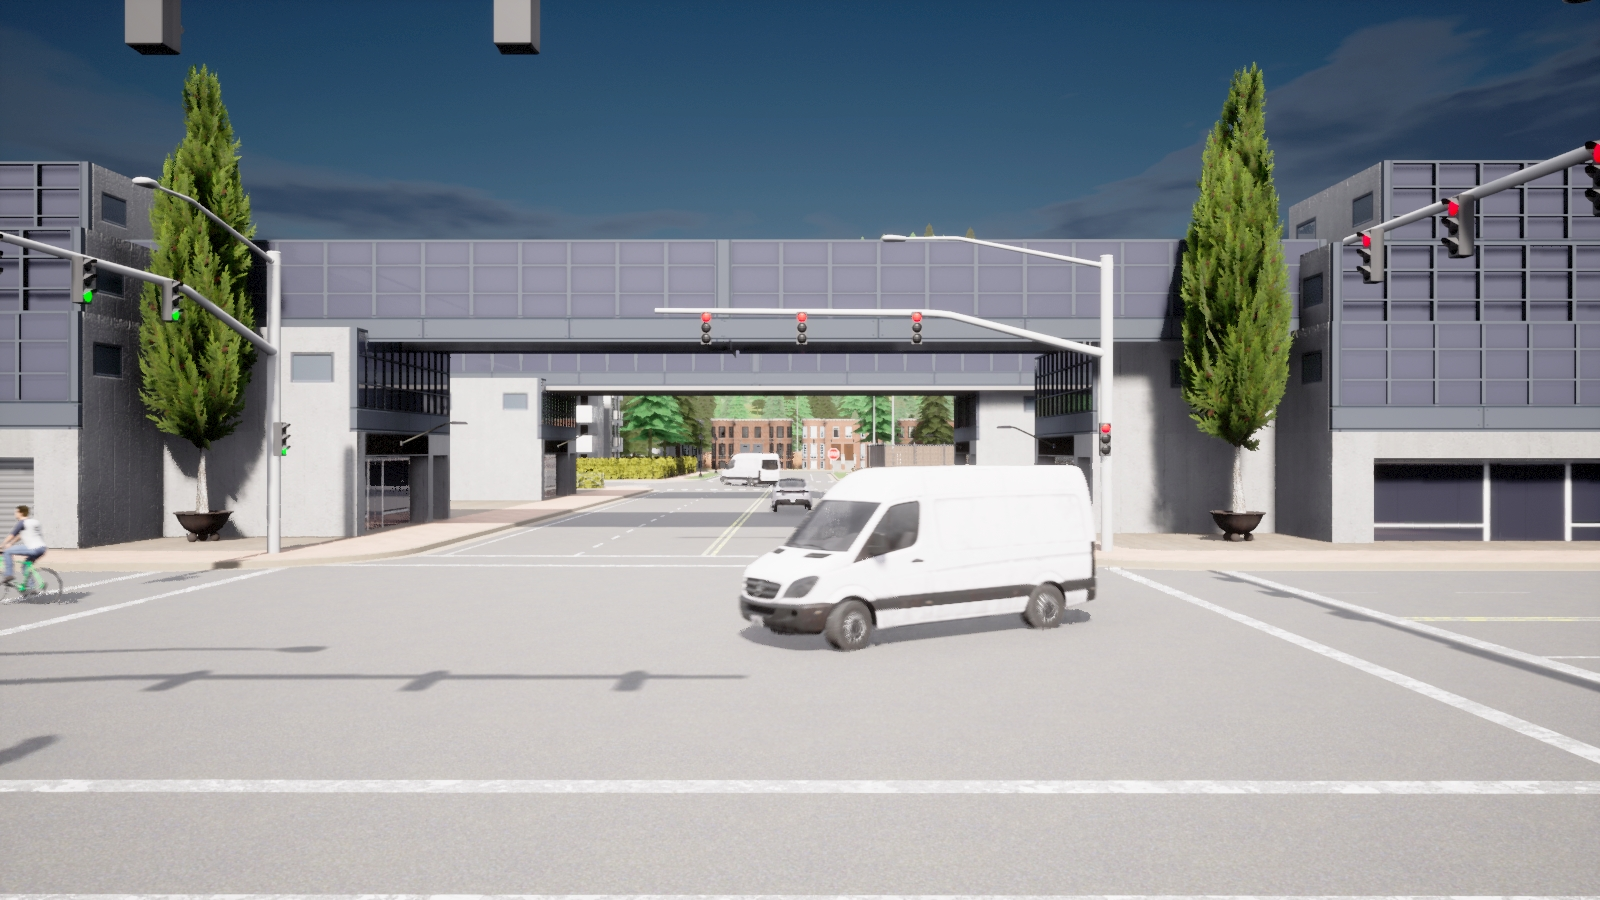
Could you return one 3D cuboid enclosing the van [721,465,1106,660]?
[{"bbox_3d":[1.876,1.534,17.676,5.915,2.561,1.988,0,-1,-32],"label":"van"}]

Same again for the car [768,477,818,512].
[{"bbox_3d":[-0.389,2.061,53.762,2.231,1.480,4.892,0,0,-2],"label":"car"}]
